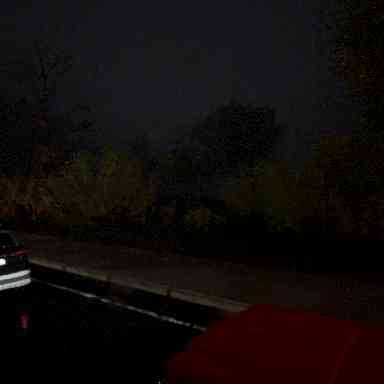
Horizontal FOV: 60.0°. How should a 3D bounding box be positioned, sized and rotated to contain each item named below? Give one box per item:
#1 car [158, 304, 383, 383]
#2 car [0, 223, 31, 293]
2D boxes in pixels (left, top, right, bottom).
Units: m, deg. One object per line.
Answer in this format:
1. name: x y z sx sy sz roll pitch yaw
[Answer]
1. car: 2.029 1.603 2.259 4.718 1.301 1.895 0 0 35
2. car: -5.580 1.416 7.624 4.856 1.649 2.033 0 0 36
